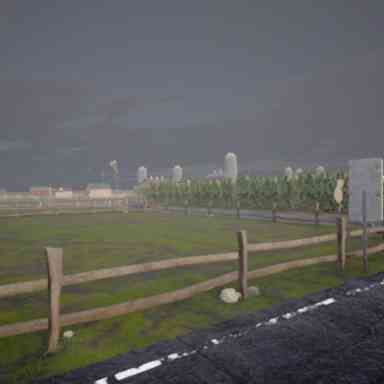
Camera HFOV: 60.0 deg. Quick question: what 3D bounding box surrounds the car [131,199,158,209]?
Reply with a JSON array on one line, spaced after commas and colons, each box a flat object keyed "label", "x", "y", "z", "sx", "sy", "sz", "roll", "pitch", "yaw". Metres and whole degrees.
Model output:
[{"label": "car", "x": -6.496, "y": 1.645, "z": 45.640, "sx": 1.895, "sy": 1.301, "sz": 4.718, "roll": -1, "pitch": 0, "yaw": -35}]
